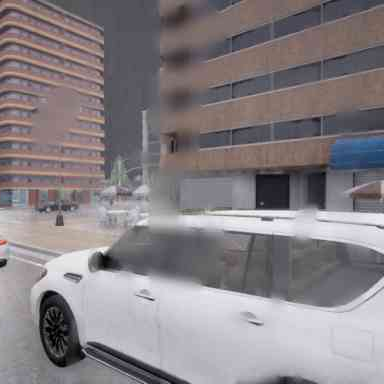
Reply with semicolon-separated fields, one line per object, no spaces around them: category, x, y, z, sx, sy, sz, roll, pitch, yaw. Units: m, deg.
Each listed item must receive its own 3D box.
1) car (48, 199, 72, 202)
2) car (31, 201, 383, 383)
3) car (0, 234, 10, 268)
car;-15.467;1.560;38.181;1.837;1.490;4.892;0;0;40
car;0.269;1.221;3.999;5.566;2.045;2.150;0;0;39
car;-7.210;1.526;10.162;4.674;1.442;1.812;0;0;40
